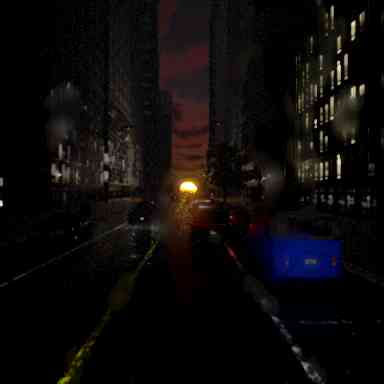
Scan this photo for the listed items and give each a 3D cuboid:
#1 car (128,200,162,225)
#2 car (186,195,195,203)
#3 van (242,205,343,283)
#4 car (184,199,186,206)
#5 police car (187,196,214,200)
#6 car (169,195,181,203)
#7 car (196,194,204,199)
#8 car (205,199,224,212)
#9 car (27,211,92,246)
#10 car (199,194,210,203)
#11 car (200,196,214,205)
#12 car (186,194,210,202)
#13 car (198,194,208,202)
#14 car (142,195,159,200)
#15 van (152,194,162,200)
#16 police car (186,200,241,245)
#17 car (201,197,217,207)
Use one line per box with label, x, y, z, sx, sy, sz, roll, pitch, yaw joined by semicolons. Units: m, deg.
car;-3.204;1.517;23.386;1.994;1.385;4.181;0;0;0
car;-0.304;1.334;66.887;1.837;1.490;4.892;0;0;0
van;2.650;1.322;9.306;1.690;1.788;3.998;0;0;0
car;-0.235;1.413;51.888;1.812;1.442;4.674;0;0;0
police car;0.786;1.374;25.427;1.930;1.638;5.238;0;0;0
car;-3.313;1.346;64.528;1.837;1.490;4.892;0;0;0
car;2.260;1.274;94.692;1.887;1.381;4.507;0;0;0
car;2.520;1.505;37.768;1.802;1.307;4.206;0;0;0
car;-5.757;1.552;14.963;1.802;1.307;4.206;0;0;0
car;2.390;1.278;66.230;1.967;1.590;4.097;0;0;0
car;2.442;1.429;54.845;2.008;1.369;4.403;0;0;0
car;0.759;1.162;31.346;2.150;2.045;5.566;0;0;0
car;2.364;1.258;71.922;1.967;1.590;4.097;0;0;0
car;-5.887;1.461;43.425;2.008;1.369;4.403;0;0;0
van;-5.938;1.219;54.810;1.690;1.788;3.998;0;0;0
police car;0.832;1.394;15.427;1.930;1.638;5.238;0;0;0
car;2.468;1.446;49.153;2.008;1.369;4.403;0;0;0
